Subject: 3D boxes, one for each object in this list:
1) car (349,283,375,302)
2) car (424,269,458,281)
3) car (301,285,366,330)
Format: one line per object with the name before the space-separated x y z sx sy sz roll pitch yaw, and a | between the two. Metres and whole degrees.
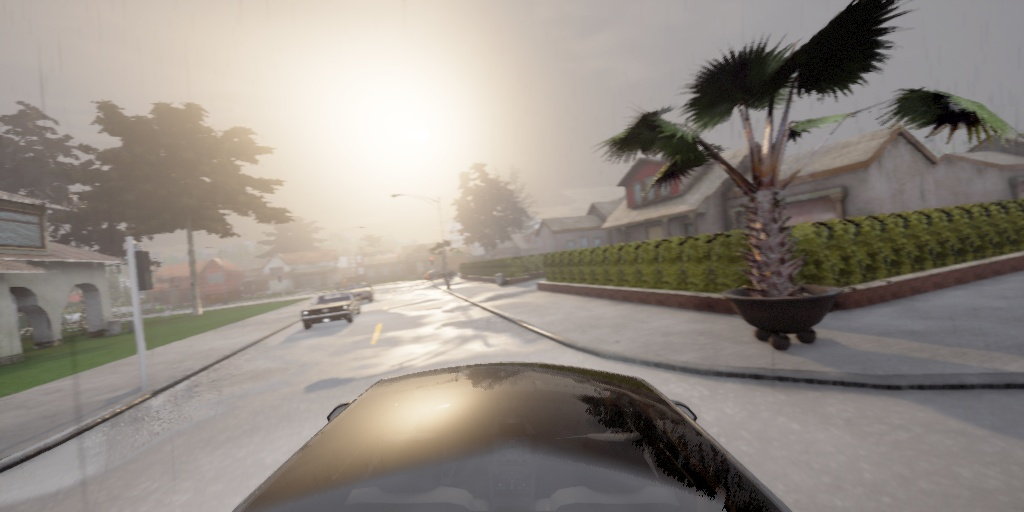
car | -11.072 2.679 25.944 1.994 1.385 4.181 -6 0 -17
car | -10.134 2.625 51.338 4.892 1.490 1.837 -6 -5 -42
car | -8.111 2.337 16.429 1.895 1.301 4.718 -6 0 -18
